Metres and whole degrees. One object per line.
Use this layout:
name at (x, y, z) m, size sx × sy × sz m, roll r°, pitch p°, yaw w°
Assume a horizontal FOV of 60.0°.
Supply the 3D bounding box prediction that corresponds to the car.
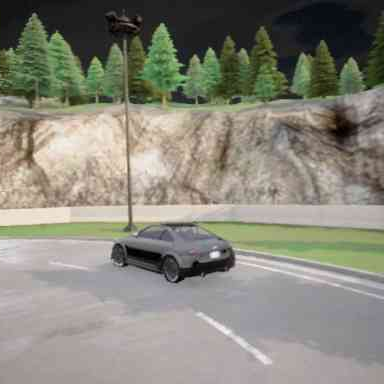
car at (-0.712, 1.584, 9.859) m, size 1.994 × 1.385 × 4.181 m, roll -2°, pitch 0°, yaw -40°
